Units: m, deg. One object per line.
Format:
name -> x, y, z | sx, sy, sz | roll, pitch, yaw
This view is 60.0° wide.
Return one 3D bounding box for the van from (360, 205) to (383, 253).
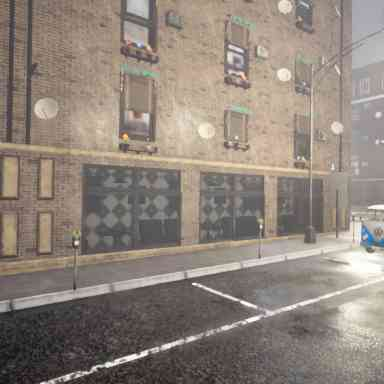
van -> 7.800, 1.345, 12.215 | 3.998, 1.788, 1.690 | 0, 1, -35
